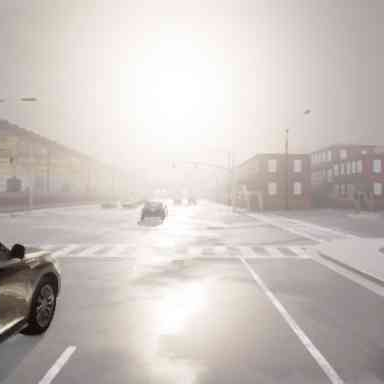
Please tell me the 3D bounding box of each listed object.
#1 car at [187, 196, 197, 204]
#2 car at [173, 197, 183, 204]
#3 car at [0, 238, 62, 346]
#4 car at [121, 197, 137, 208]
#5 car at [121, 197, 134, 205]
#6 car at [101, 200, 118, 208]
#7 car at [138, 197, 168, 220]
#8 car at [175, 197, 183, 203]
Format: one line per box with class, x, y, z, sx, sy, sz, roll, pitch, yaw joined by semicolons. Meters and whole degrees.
car;0.000;1.887;79.506;2.150;2.045;5.566;0;0;0
car;-3.501;2.140;79.805;1.882;1.535;5.008;0;0;0
car;-3.433;1.247;3.667;2.150;2.045;5.566;0;0;0
car;-10.544;2.005;56.671;2.033;1.411;5.357;0;0;1
car;-14.000;1.940;72.610;2.097;1.767;4.553;0;0;0
car;-14.048;2.050;56.532;1.895;1.301;4.718;0;-1;1
car;-3.403;1.609;30.988;2.097;1.767;4.553;0;0;0
car;-3.501;2.183;89.975;1.882;1.535;5.008;0;0;0
